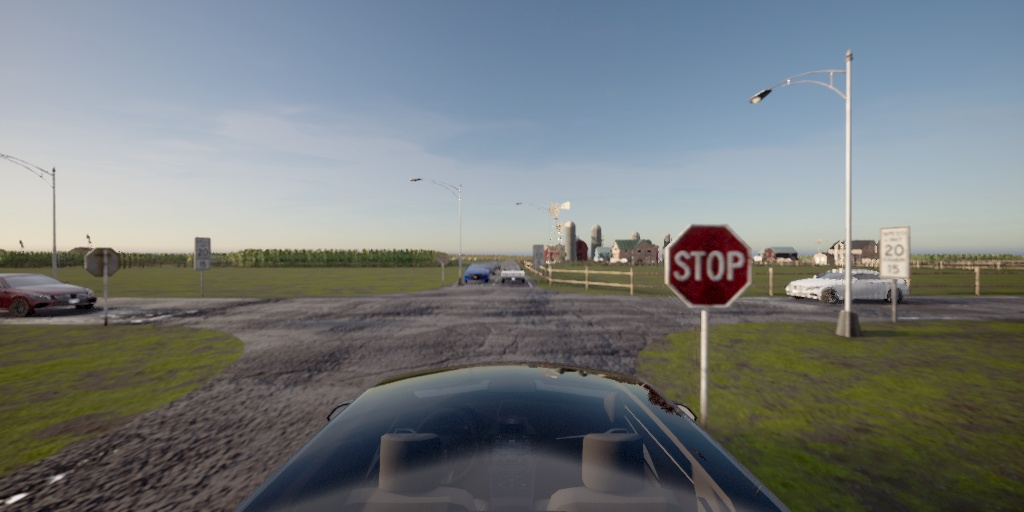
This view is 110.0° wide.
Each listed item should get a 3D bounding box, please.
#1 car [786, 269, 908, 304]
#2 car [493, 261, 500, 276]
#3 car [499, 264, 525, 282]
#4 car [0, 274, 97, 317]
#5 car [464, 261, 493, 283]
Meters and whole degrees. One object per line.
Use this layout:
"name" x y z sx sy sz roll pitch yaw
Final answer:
"car" 15.062 1.330 16.200 4.674 1.442 1.812 0 0 -2
"car" -2.863 1.467 41.269 2.128 1.511 4.902 0 0 0
"car" 0.089 1.516 30.754 1.895 1.301 4.718 0 0 0
"car" -18.245 1.379 13.295 4.674 1.442 1.812 0 0 6
"car" -2.853 1.390 30.208 1.882 1.535 5.008 0 0 0
